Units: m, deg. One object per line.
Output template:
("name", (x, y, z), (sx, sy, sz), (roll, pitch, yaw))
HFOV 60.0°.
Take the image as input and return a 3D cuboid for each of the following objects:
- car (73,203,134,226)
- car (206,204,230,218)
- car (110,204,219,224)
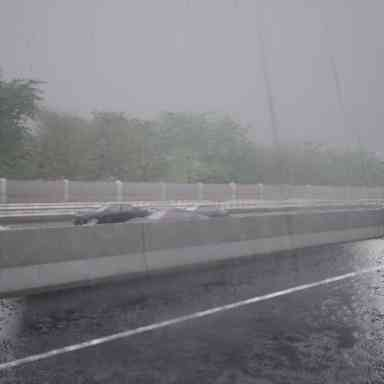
("car", (-5.175, 1.472, 21.739), (5.008, 1.535, 1.882), (0, 0, -35))
("car", (0.365, 1.528, 21.340), (4.674, 1.442, 1.812), (0, 0, -35))
("car", (-1.224, 1.525, 15.960), (4.674, 1.442, 1.812), (0, 0, -35))
